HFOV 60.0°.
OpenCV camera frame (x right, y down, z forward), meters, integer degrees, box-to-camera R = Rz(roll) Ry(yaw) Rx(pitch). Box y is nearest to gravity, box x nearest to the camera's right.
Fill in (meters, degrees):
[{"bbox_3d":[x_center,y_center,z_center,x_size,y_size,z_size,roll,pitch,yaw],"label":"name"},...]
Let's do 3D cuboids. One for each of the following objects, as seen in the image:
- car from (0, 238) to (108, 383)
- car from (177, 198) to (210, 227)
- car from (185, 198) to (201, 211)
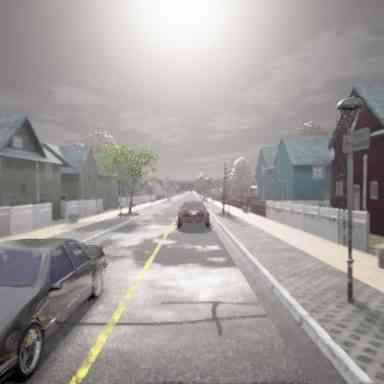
[{"bbox_3d":[-2.858,1.556,5.687,2.033,1.411,5.357,0,0,-1],"label":"car"},{"bbox_3d":[0.105,1.388,23.144,2.097,1.767,4.553,0,0,0],"label":"car"},{"bbox_3d":[0.110,1.572,42.177,1.837,1.490,4.892,0,0,0],"label":"car"}]
